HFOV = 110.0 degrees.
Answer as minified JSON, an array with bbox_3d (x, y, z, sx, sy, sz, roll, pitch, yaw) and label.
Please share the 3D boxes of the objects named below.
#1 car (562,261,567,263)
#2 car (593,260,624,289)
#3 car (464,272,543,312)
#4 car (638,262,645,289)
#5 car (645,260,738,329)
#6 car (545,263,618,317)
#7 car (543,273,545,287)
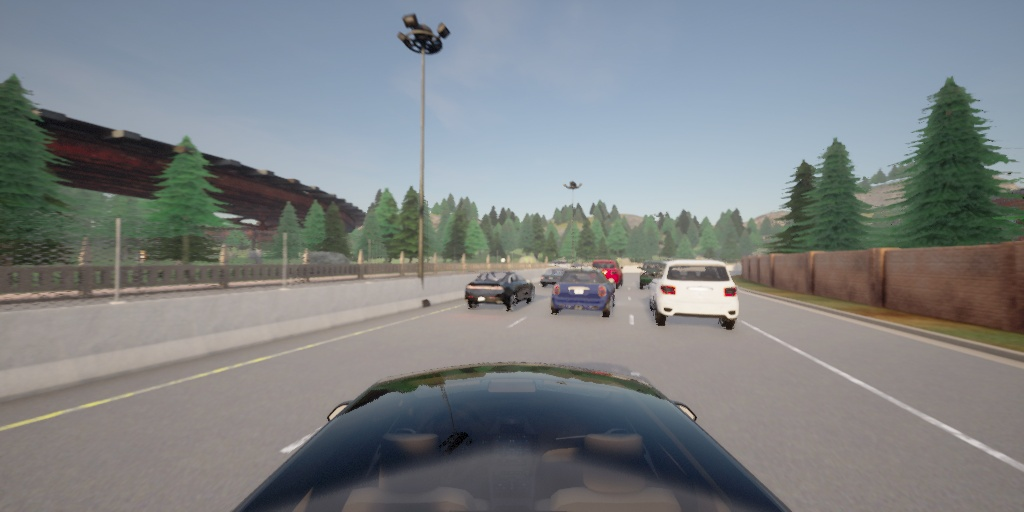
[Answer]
[{"bbox_3d":[11.215,2.099,63.159,1.882,1.535,5.008,0,-1,39],"label":"car"},{"bbox_3d":[7.289,1.360,27.638,2.150,2.045,5.566,0,-1,21],"label":"car"},{"bbox_3d":[-0.373,1.414,15.469,2.128,1.511,4.902,0,-1,18],"label":"car"},{"bbox_3d":[10.646,1.373,26.631,2.150,2.045,5.566,0,-1,21],"label":"car"},{"bbox_3d":[5.989,1.155,12.398,2.150,2.045,5.566,0,-1,18],"label":"car"},{"bbox_3d":[2.970,1.287,14.427,2.097,1.767,4.553,0,-1,18],"label":"car"},{"bbox_3d":[3.602,1.659,27.788,2.033,1.411,5.357,0,-1,20],"label":"car"}]
